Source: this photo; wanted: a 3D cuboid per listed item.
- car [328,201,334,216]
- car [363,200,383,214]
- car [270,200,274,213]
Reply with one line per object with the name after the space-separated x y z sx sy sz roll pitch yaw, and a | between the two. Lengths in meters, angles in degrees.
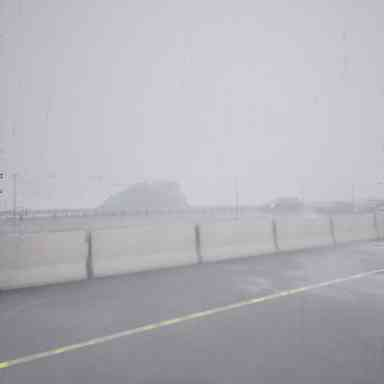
13.775 1.532 32.150 4.181 1.385 1.994 0 0 -26 | car
15.798 1.474 25.341 4.902 1.511 2.128 0 0 -27 | car
9.088 1.311 33.694 4.553 1.767 2.097 0 0 -27 | car
